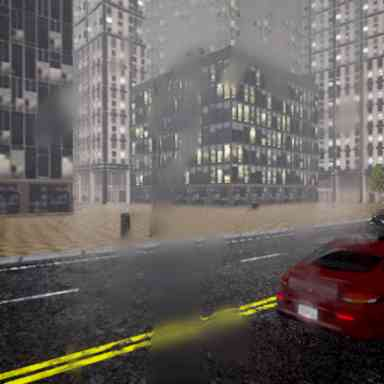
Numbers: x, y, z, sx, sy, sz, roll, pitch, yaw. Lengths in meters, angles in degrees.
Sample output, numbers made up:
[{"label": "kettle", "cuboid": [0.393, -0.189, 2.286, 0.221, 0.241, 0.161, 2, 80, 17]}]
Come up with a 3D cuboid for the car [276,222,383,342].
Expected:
[{"label": "car", "cuboid": [3.473, 1.519, 6.062, 4.674, 1.442, 1.812, 0, 0, -37]}]

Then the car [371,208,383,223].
[{"label": "car", "cuboid": [14.466, 1.523, 23.154, 5.357, 1.411, 2.033, 0, 0, -40]}]
